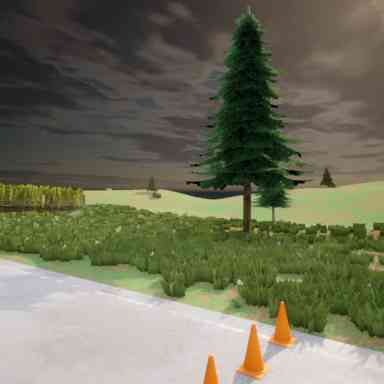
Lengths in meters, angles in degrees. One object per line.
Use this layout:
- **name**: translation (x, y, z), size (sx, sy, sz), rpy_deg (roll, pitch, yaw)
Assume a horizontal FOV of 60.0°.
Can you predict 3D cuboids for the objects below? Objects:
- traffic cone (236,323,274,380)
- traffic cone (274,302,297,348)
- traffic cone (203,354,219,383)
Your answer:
- **traffic cone**: translation (0.780, 1.955, 4.205), size (0.340, 0.580, 0.340), rpy_deg (0, 0, 36)
- **traffic cone**: translation (1.364, 1.955, 5.017), size (0.340, 0.580, 0.340), rpy_deg (0, 0, 36)
- **traffic cone**: translation (0.195, 1.955, 3.394), size (0.340, 0.580, 0.340), rpy_deg (0, 0, 36)
